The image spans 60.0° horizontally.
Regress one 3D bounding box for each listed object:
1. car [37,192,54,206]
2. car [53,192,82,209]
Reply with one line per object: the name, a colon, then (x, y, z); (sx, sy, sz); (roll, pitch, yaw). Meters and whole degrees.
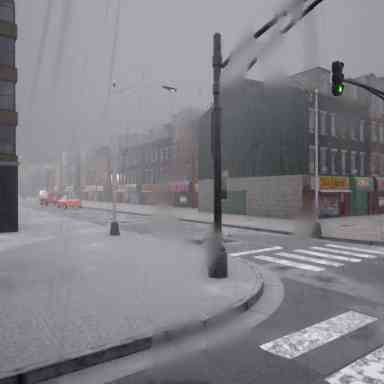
car: (-21.632, 1.045, 50.920); (2.150, 2.045, 5.566); (0, 0, -36)
car: (-15.893, 1.206, 42.980); (2.097, 1.767, 4.553); (0, 0, -36)
